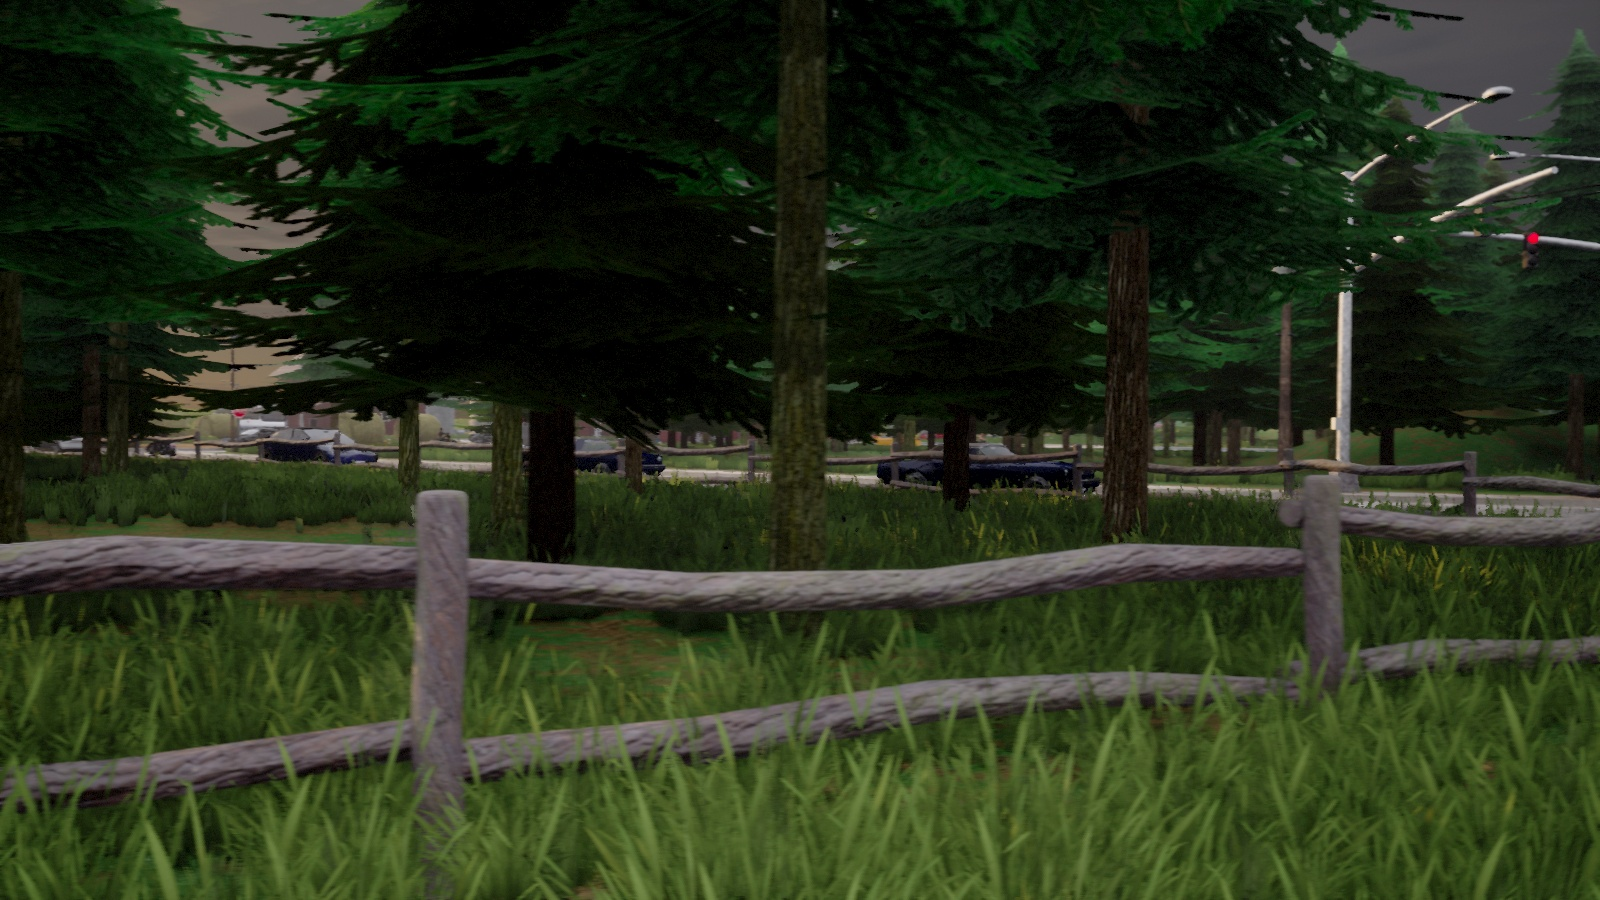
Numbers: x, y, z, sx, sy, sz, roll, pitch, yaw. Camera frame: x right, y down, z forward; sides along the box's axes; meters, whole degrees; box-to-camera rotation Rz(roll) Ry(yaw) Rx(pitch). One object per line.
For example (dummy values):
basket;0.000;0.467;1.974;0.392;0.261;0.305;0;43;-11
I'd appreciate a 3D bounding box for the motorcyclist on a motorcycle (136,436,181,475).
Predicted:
motorcyclist on a motorcycle;-28.095;0.231;54.994;2.350;1.649;0.766;0;1;37

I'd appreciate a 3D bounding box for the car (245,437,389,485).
car;-16.238;0.341;42.165;4.792;1.488;2.163;0;1;35

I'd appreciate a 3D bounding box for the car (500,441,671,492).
car;-6.008;0.430;34.986;4.718;1.301;1.895;0;1;35

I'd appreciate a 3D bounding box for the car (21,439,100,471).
car;-35.752;0.254;60.702;3.806;1.475;1.970;0;1;37

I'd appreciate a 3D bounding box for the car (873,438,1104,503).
car;4.131;0.418;27.870;4.718;1.301;1.895;0;1;35

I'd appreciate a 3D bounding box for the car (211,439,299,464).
car;-33.338;0.080;76.981;1.812;1.442;4.674;0;1;34

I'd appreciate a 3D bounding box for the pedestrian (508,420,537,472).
pedestrian;-10.484;-0.141;47.502;0.873;1.952;0.659;0;1;40
